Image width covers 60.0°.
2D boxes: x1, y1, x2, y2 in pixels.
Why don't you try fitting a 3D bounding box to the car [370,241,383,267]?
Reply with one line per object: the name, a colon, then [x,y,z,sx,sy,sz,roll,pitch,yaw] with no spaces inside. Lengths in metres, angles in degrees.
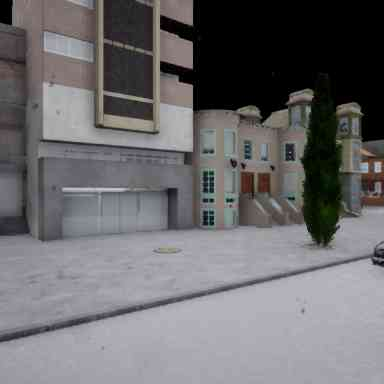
car: [7.553,1.547,10.008,5.357,1.411,2.033,0,0,-36]
